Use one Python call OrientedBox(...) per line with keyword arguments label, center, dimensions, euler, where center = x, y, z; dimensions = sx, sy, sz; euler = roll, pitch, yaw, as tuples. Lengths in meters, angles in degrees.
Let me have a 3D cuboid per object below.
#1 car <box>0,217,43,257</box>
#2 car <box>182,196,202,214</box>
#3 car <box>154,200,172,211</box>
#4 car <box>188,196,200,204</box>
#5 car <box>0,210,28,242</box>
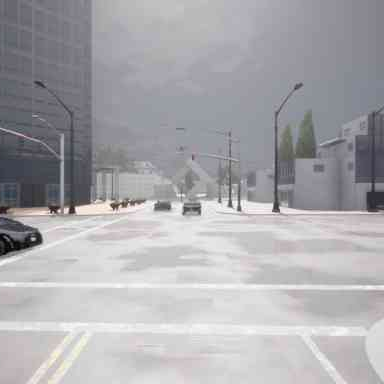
OrientedBox(label="car", center=(-7.944, 1.603, 12.553), dimensions=(4.181, 1.385, 1.994), euler=(0, 0, 2))
OrientedBox(label="car", center=(0.001, 1.491, 35.184), dimensions=(2.128, 1.511, 4.902), euler=(0, 0, 1))
OrientedBox(label="car", center=(-3.615, 1.601, 41.553), dimensions=(1.895, 1.301, 4.718), euler=(0, 0, 0))
OrientedBox(label="car", center=(0.438, 1.525, 63.107), dimensions=(1.812, 1.442, 4.674), euler=(0, 0, 5))
OrientedBox(label="car", center=(-10.562, 1.618, 16.192), dimensions=(4.181, 1.385, 1.994), euler=(0, 0, -2))
